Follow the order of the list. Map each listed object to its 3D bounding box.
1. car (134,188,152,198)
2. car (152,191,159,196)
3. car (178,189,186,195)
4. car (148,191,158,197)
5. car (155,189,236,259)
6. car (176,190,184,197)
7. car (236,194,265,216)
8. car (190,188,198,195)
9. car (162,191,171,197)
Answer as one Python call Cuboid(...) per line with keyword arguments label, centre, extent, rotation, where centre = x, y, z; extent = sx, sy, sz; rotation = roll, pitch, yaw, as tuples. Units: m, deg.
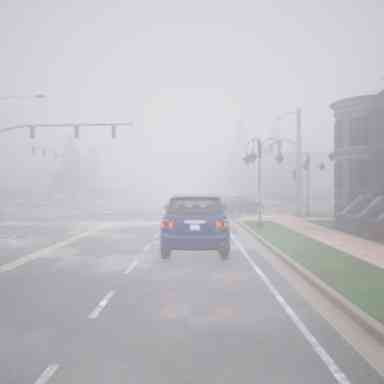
Cuboid(label="car", centre=(-10.064, 0.421, 69.481), extent=(2.097, 1.767, 4.553), rotation=(0, 1, 0))
Cuboid(label="car", centre=(-6.564, 0.544, 69.420), extent=(1.882, 1.535, 5.008), rotation=(0, 1, 0))
Cuboid(label="car", centre=(-2.900, -0.064, 94.699), extent=(2.097, 1.767, 4.553), rotation=(0, 1, 0))
Cuboid(label="car", centre=(-9.962, 0.404, 85.108), extent=(1.994, 1.385, 4.181), rotation=(0, 1, 0))
Cuboid(label="car", centre=(0.121, 1.057, 12.092), extent=(2.150, 2.045, 5.566), rotation=(0, 1, 1))
Cuboid(label="car", centre=(-2.966, 0.333, 84.458), extent=(1.882, 1.535, 5.008), rotation=(0, 1, 0))
Cuboid(label="car", centre=(3.957, 0.981, 27.394), extent=(4.553, 1.767, 2.097), rotation=(-1, 1, -39))
Cuboid(label="car", centre=(0.601, -0.194, 94.734), extent=(2.150, 2.045, 5.566), rotation=(0, 1, 0))
Cuboid(label="car", centre=(-6.462, 0.404, 85.081), extent=(1.994, 1.385, 4.181), rotation=(0, 1, 0))
